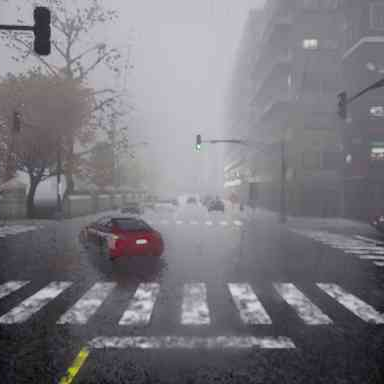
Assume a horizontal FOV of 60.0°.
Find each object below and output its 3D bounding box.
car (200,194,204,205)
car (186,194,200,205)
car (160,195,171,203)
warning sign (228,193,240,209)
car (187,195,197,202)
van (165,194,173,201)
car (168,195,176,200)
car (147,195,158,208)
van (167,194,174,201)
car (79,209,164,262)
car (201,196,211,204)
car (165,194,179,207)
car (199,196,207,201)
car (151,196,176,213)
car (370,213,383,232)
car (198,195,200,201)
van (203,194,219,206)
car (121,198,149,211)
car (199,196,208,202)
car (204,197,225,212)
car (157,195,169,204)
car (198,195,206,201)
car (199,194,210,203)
[{"bbox_3d":[2.699,1.449,54.747,1.967,1.590,4.097,0,0,0],"label":"car"},{"bbox_3d":[0.006,1.506,60.942,2.128,1.511,4.902,0,0,0],"label":"car"},{"bbox_3d":[-5.680,1.467,71.638,1.967,1.590,4.097,0,0,0],"label":"car"},{"bbox_3d":[5.069,1.114,40.499,1.300,1.860,1.060,0,0,0],"label":"warning sign"},{"bbox_3d":[0.009,1.444,71.361,2.033,1.411,5.357,0,0,0],"label":"car"},{"bbox_3d":[-5.680,1.385,82.898,1.690,1.788,3.998,0,0,0],"label":"van"},{"bbox_3d":[-5.679,1.616,94.158,2.008,1.369,4.403,0,0,0],"label":"car"},{"bbox_3d":[-5.683,1.525,43.318,1.752,1.417,4.829,0,0,0],"label":"car"},{"bbox_3d":[-5.679,1.395,88.528,1.690,1.788,3.998,0,0,0],"label":"van"},{"bbox_3d":[-2.700,1.534,12.280,1.994,1.385,4.181,2,0,-33],"label":"car"},{"bbox_3d":[2.699,1.565,66.007,1.887,1.381,4.507,0,0,0],"label":"car"},{"bbox_3d":[-3.069,1.497,52.400,2.128,1.511,4.902,0,0,0],"label":"car"},{"bbox_3d":[2.700,1.589,82.897,1.887,1.381,4.507,0,0,0],"label":"car"},{"bbox_3d":[-3.092,1.523,36.845,1.812,1.442,4.674,0,0,0],"label":"car"},{"bbox_3d":[13.468,1.593,19.902,5.009,1.841,2.192,1,-1,-1],"label":"car"},{"bbox_3d":[2.698,1.565,60.377,2.008,1.369,4.403,0,0,0],"label":"car"},{"bbox_3d":[2.698,1.341,43.486,1.690,1.788,3.998,0,0,0],"label":"van"},{"bbox_3d":[-5.684,1.561,32.226,1.947,1.339,4.313,0,0,0],"label":"car"},{"bbox_3d":[2.700,1.585,77.267,2.008,1.369,4.403,0,0,0],"label":"car"},{"bbox_3d":[2.697,1.542,37.855,1.887,1.381,4.507,0,0,0],"label":"car"},{"bbox_3d":[-5.681,1.460,66.009,1.967,1.590,4.097,0,0,0],"label":"car"},{"bbox_3d":[2.701,1.494,88.527,1.967,1.590,4.097,0,0,0],"label":"car"},{"bbox_3d":[2.701,1.342,71.637,2.192,1.841,5.009,0,0,0],"label":"car"}]
